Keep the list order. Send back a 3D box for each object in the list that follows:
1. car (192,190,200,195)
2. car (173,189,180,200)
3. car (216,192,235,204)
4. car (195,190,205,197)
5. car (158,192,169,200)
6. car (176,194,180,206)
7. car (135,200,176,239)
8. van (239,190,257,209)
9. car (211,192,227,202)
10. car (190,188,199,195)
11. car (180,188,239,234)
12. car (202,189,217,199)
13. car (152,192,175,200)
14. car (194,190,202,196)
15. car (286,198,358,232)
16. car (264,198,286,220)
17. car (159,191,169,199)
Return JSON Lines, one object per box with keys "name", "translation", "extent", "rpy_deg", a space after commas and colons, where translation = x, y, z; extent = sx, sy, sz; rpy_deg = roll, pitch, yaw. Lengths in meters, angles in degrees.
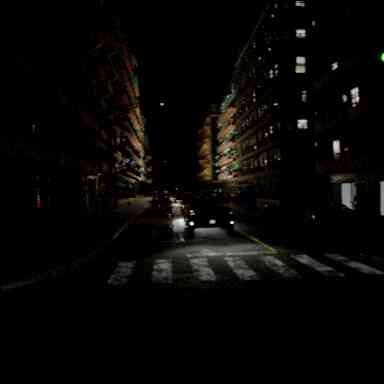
{"name": "car", "translation": [1.056, 0.166, 89.900], "extent": [2.008, 1.369, 4.403], "rpy_deg": [0, 1, -4]}
{"name": "car", "translation": [-1.623, 0.500, 49.357], "extent": [2.150, 2.045, 5.566], "rpy_deg": [-1, 0, -4]}
{"name": "car", "translation": [4.442, 0.748, 45.061], "extent": [1.752, 1.417, 4.829], "rpy_deg": [0, 1, -4]}
{"name": "car", "translation": [1.905, 0.318, 78.648], "extent": [2.008, 1.369, 4.403], "rpy_deg": [0, 1, -4]}
{"name": "car", "translation": [-5.175, 0.715, 61.141], "extent": [2.008, 1.369, 4.403], "rpy_deg": [0, 1, -4]}
{"name": "car", "translation": [-0.093, 1.165, 28.161], "extent": [1.895, 1.301, 4.718], "rpy_deg": [-1, 1, -3]}
{"name": "car", "translation": [-1.763, 1.307, 15.963], "extent": [1.752, 1.417, 4.829], "rpy_deg": [0, 1, -4]}
{"name": "van", "translation": [5.304, 0.720, 33.636], "extent": [1.690, 1.788, 3.998], "rpy_deg": [0, 1, -4]}
{"name": "car", "translation": [4.030, 0.730, 50.518], "extent": [1.802, 1.307, 4.206], "rpy_deg": [0, 1, -4]}
{"name": "car", "translation": [0.630, -0.145, 95.523], "extent": [2.192, 1.841, 5.009], "rpy_deg": [0, 1, -4]}
{"name": "car", "translation": [0.699, 0.933, 17.503], "extent": [2.150, 2.045, 5.566], "rpy_deg": [-1, 1, -4]}
{"name": "car", "translation": [3.180, 0.310, 61.766], "extent": [2.192, 1.841, 5.009], "rpy_deg": [0, 1, -4]}
{"name": "car", "translation": [-2.626, 1.065, 27.383], "extent": [1.967, 1.590, 4.097], "rpy_deg": [0, 1, -4]}
{"name": "car", "translation": [1.468, 0.214, 84.444], "extent": [1.752, 1.417, 4.829], "rpy_deg": [0, 1, -4]}
{"name": "car", "translation": [6.579, 1.176, 16.762], "extent": [1.947, 1.339, 4.313], "rpy_deg": [0, 1, -4]}
{"name": "car", "translation": [6.154, 1.084, 22.388], "extent": [2.008, 1.369, 4.403], "rpy_deg": [0, 1, -4]}
{"name": "car", "translation": [-5.600, 0.528, 66.766], "extent": [1.967, 1.590, 4.097], "rpy_deg": [0, 1, -4]}
